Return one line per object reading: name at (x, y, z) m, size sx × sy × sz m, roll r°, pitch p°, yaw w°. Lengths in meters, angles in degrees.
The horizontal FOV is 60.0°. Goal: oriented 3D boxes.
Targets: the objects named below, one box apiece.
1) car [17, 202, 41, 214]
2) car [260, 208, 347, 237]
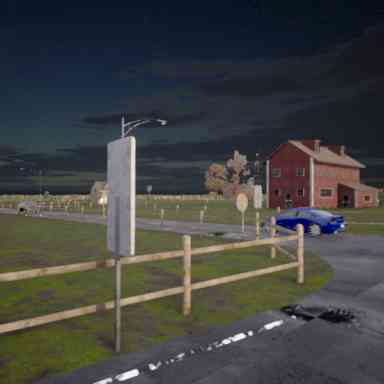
car at (-23.333, 2.209, 47.622) m, size 2.097 × 1.767 × 4.553 m, roll 0°, pitch -1°, yaw -43°
car at (6.277, 1.676, 19.286) m, size 1.882 × 1.535 × 5.008 m, roll -1°, pitch -1°, yaw -41°
